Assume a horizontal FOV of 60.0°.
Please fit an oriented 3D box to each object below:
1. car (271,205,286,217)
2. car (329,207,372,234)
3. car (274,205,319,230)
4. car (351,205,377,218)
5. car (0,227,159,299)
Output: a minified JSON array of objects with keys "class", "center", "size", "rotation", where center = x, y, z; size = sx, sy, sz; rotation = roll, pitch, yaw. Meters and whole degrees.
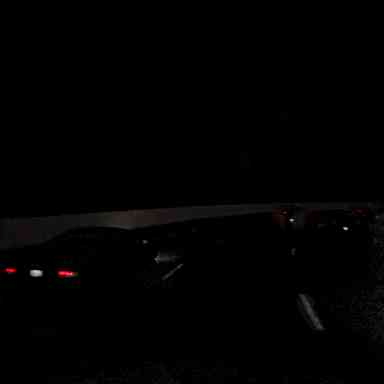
[{"class":"car","center":[9.755,1.980,32.571],"size":[2.033,1.411,5.357],"rotation":[-1,-1,43]},{"class":"car","center":[10.292,1.896,21.610],"size":[1.895,1.301,4.718],"rotation":[0,-1,32]},{"class":"car","center":[7.734,1.881,23.856],"size":[1.994,1.385,4.181],"rotation":[0,-1,32]},{"class":"car","center":[17.381,2.036,34.375],"size":[4.181,1.385,1.994],"rotation":[1,-1,-39]},{"class":"car","center":[-2.504,1.656,8.916],"size":[2.033,1.411,5.357],"rotation":[0,-1,12]}]
